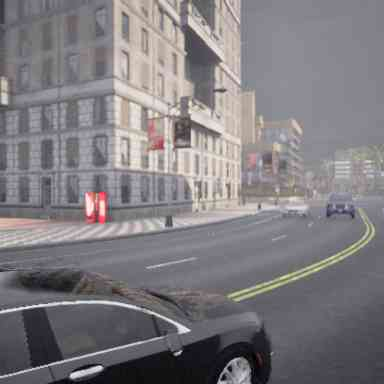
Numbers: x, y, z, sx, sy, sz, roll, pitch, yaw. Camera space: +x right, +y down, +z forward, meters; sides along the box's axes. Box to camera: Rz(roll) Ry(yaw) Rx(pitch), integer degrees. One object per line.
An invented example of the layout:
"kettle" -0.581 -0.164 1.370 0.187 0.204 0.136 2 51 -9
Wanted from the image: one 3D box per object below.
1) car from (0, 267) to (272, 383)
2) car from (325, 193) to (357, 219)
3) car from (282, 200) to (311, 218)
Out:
"car" -1.316 1.501 3.063 4.892 1.490 1.837 0 0 -37
"car" 12.841 1.130 28.666 2.150 2.045 5.566 0 0 25
"car" 9.177 1.441 29.112 1.812 1.442 4.674 0 0 26
